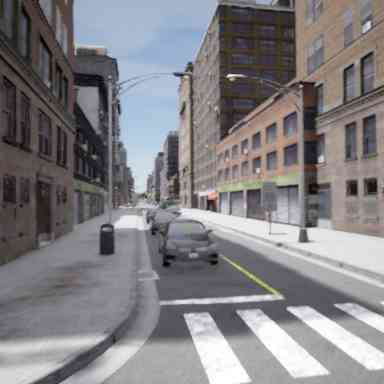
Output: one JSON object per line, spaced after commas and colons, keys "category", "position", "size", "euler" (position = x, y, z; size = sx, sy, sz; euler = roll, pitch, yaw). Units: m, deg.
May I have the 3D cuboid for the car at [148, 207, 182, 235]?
{"category": "car", "position": [-1.839, 1.988, 22.396], "size": [1.812, 1.442, 4.674], "euler": [0, -1, -9]}

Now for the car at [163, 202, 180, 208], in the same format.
{"category": "car", "position": [-2.493, 2.504, 45.146], "size": [2.033, 1.411, 5.357], "euler": [0, -1, -9]}

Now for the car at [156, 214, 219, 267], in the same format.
{"category": "car", "position": [-0.269, 1.773, 12.673], "size": [1.812, 1.442, 4.674], "euler": [0, -1, -8]}

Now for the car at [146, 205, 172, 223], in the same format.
{"category": "car", "position": [-3.402, 2.247, 32.229], "size": [1.994, 1.385, 4.181], "euler": [0, -1, -9]}

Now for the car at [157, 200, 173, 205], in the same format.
{"category": "car", "position": [-4.183, 2.426, 55.629], "size": [2.150, 2.045, 5.566], "euler": [0, -1, -9]}
